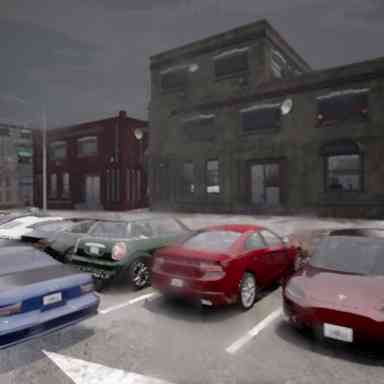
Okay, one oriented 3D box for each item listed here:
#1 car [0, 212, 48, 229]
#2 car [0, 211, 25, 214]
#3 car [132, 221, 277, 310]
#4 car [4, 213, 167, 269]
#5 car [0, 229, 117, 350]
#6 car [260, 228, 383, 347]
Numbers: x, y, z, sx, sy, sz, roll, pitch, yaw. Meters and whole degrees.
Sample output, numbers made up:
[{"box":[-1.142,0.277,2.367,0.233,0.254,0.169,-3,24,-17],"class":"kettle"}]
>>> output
[{"box":[-5.609,1.647,12.948,2.002,1.452,4.674,-1,0,35],"class":"car"},{"box":[-7.841,1.667,14.506,2.163,1.488,4.792,-1,-1,35],"class":"car"},{"box":[1.154,1.516,8.124,2.097,1.535,5.008,-1,0,35],"class":"car"},{"box":[-3.316,1.604,11.352,2.163,1.488,4.792,-1,0,35],"class":"car"},{"box":[-4.061,1.617,6.271,5.357,1.411,2.033,-1,0,35],"class":"car"},{"box":[3.384,1.519,6.505,2.163,1.488,4.792,-1,0,35],"class":"car"}]
